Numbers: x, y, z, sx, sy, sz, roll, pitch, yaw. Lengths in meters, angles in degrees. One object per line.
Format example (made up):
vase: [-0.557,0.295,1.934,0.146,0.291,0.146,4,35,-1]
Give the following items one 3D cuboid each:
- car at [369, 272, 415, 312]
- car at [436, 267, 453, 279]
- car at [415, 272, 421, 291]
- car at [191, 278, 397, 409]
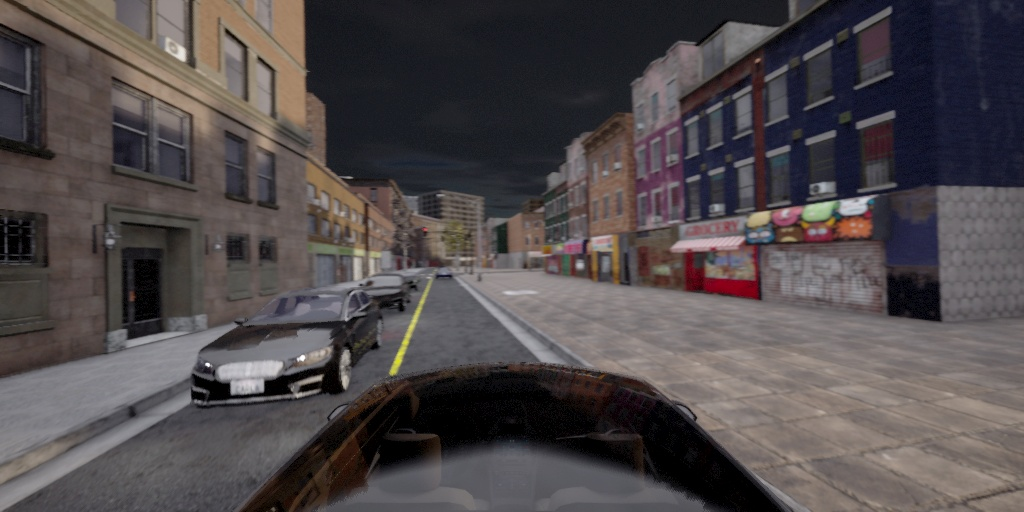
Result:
car: [-5.611,1.536,16.048,1.882,1.535,5.008,-1,-1,-12]
car: [-8.311,2.028,43.953,1.994,1.385,4.181,-1,-1,-11]
car: [-7.626,1.828,25.979,1.895,1.301,4.718,-1,-1,-11]
car: [-3.717,1.393,6.847,2.128,1.511,4.902,-1,-1,-10]
